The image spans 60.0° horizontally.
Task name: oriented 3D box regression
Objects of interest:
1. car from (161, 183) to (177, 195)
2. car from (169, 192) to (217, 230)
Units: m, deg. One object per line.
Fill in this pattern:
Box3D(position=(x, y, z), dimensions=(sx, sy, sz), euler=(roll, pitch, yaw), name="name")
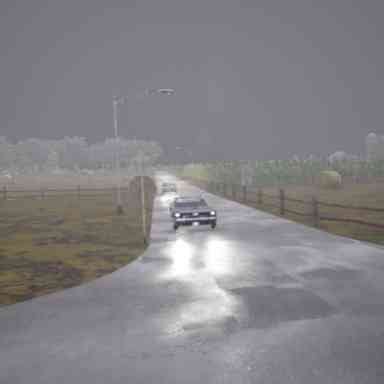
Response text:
Box3D(position=(-2.846, -0.492, 41.114), dimensions=(1.895, 1.301, 4.718), euler=(-2, 4, -6), name="car")
Box3D(position=(-0.087, 0.885, 15.657), dimensions=(1.895, 1.301, 4.718), euler=(-2, 3, -6), name="car")
